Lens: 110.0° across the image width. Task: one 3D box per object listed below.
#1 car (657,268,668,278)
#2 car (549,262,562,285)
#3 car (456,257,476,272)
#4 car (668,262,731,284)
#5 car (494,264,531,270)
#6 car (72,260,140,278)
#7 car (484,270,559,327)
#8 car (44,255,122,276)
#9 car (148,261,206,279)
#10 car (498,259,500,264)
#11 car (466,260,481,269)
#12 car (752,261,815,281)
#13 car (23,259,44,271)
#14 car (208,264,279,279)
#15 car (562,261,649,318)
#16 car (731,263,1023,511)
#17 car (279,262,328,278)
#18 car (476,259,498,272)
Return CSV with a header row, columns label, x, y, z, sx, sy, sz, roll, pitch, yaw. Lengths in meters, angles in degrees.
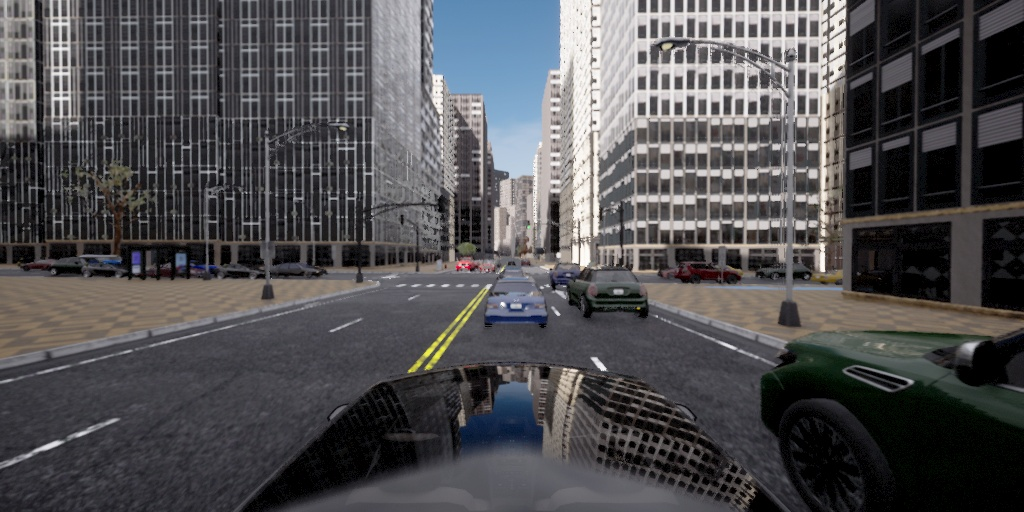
label,x,y,z,sx,sy,sz,roll,pitch,yaw
car,16.695,1.589,35.613,4.181,1.385,1.994,1,1,2
car,3.638,1.208,24.168,2.097,1.767,4.553,0,-1,4
car,-6.615,1.170,51.493,2.150,2.045,5.566,0,0,0
car,16.179,1.402,29.855,5.009,1.841,2.192,0,0,1
car,0.089,1.401,22.690,1.994,1.385,4.181,0,0,0
car,-34.111,1.205,30.665,4.313,1.339,1.948,0,0,1
car,0.100,1.340,11.732,2.033,1.411,5.357,0,0,0
car,-39.817,0.909,33.421,4.553,1.767,2.097,1,1,1
car,-28.430,1.273,30.494,4.207,1.307,1.802,0,0,1
car,-3.360,1.498,58.185,1.812,1.442,4.674,0,0,0
car,-6.591,1.463,61.836,1.882,1.535,5.008,0,0,1
car,26.729,1.465,35.456,4.553,1.767,2.097,0,1,1
car,-50.989,0.970,39.433,4.207,1.307,1.802,0,0,1
car,-22.746,1.308,30.364,4.313,1.339,1.948,0,0,1
car,3.344,1.151,13.394,2.097,1.767,4.553,0,0,0
car,3.349,0.970,0.912,2.150,2.045,5.566,0,0,0
car,-19.926,1.284,33.019,5.357,1.411,2.033,1,1,1
car,-3.338,1.293,49.341,2.097,1.767,4.553,0,0,-1
